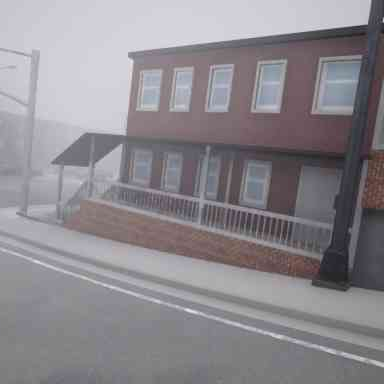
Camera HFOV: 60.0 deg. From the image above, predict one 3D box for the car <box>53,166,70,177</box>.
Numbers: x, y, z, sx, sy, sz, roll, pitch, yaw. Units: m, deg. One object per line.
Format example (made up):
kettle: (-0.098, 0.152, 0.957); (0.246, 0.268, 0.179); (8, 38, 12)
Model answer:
car: (-14.712, -2.667, 42.187); (2.033, 1.411, 5.357); (11, 6, 35)

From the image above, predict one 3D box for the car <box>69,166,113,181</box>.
car: (-11.792, -2.176, 40.301); (1.837, 1.490, 4.892); (11, 6, 35)

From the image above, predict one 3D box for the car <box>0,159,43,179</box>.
car: (-17.432, -2.140, 32.494); (2.033, 1.411, 5.357); (11, 6, 37)
